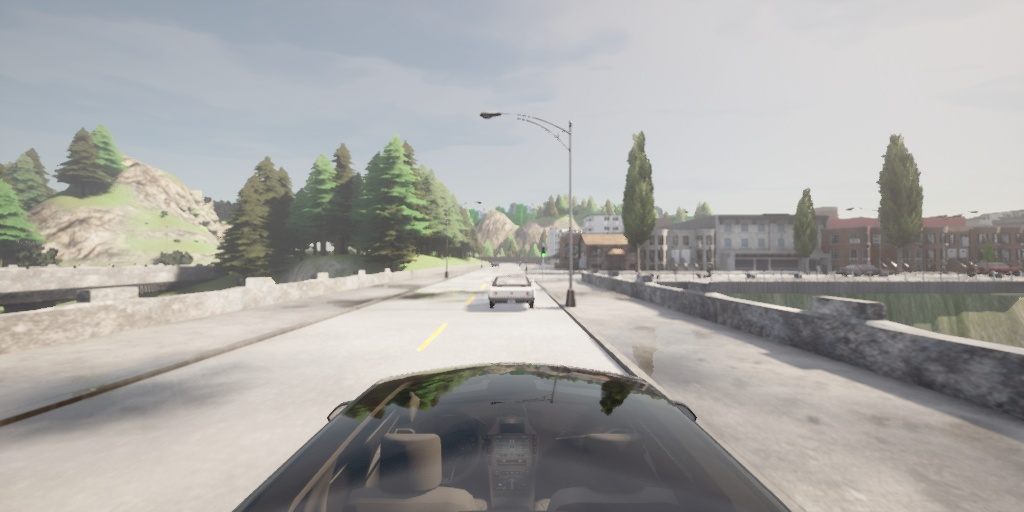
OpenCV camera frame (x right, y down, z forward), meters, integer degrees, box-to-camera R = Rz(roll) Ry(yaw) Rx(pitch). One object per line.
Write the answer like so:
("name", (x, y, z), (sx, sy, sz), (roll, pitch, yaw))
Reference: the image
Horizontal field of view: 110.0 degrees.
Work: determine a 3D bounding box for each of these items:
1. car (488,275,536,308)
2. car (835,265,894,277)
("car", (-0.008, 1.485, 15.957), (1.895, 1.301, 4.718), (0, -1, 0))
("car", (39.405, 1.660, 40.258), (5.357, 1.411, 2.033), (0, -1, 0))
